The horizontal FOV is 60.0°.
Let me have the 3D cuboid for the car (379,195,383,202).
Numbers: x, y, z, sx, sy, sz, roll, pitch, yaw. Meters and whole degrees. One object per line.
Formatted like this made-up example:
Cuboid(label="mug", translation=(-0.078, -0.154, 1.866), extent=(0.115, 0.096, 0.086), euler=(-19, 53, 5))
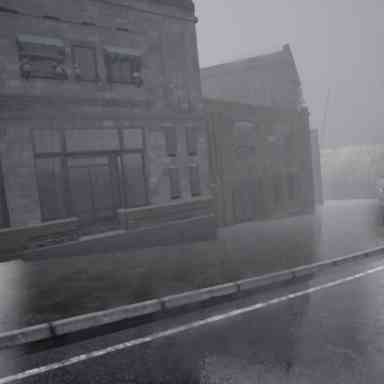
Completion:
Cuboid(label="car", translation=(31.488, 0.974, 52.551), extent=(1.895, 1.301, 4.718), euler=(-5, -2, 6))
